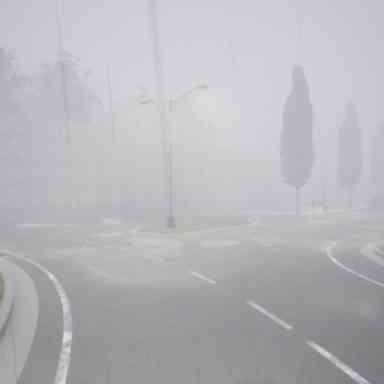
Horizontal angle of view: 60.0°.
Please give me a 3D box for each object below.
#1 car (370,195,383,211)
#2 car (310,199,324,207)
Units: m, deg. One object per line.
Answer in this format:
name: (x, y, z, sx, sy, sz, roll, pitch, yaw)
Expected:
car: (25.347, 1.431, 44.144, 2.150, 2.045, 5.566, 0, 0, 42)
car: (21.758, 1.849, 57.407, 1.895, 1.301, 4.718, 0, 1, 31)
